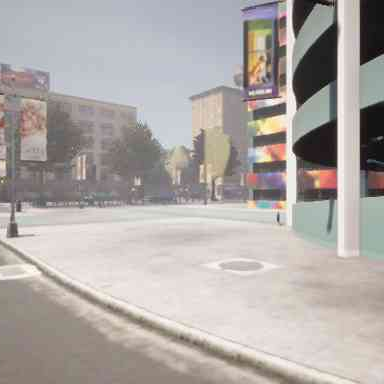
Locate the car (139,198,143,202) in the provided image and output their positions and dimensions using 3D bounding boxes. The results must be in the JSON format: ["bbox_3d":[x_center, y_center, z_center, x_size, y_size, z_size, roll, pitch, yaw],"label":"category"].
[{"bbox_3d":[-8.940,1.478,70.653,4.902,1.511,2.128,0,0,-39],"label":"car"}]

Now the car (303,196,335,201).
[{"bbox_3d":[15.310,1.317,40.811,4.674,1.452,2.002,0,0,-39],"label":"car"}]

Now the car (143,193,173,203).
[{"bbox_3d":[-6.556,1.219,68.088,5.566,2.045,2.150,0,0,-38],"label":"car"}]
